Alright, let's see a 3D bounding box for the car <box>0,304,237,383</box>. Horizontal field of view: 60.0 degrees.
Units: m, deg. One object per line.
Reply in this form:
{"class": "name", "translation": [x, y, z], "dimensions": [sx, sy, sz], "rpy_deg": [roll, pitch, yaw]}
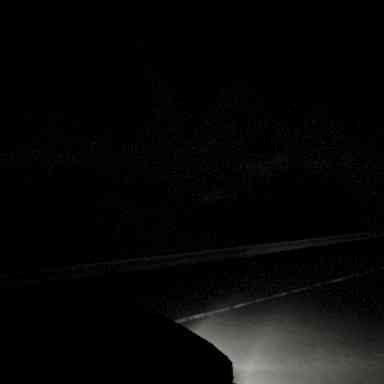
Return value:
{"class": "car", "translation": [-2.140, 1.543, 2.229], "dimensions": [5.357, 1.411, 2.033], "rpy_deg": [1, 0, -36]}
